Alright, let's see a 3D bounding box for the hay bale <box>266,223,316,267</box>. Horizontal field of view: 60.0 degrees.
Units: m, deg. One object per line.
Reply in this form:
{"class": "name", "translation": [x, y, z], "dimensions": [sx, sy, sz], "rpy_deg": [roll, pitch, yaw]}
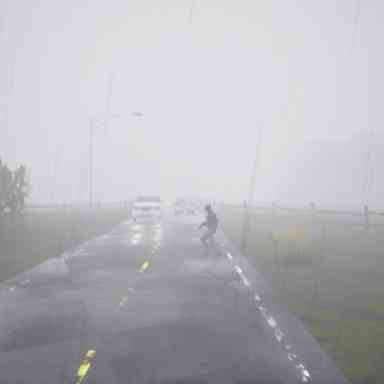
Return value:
{"class": "hay bale", "translation": [3.076, 1.629, 10.485], "dimensions": [1.220, 1.180, 1.240], "rpy_deg": [0, 0, -1]}

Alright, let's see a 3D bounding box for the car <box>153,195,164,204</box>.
{"class": "car", "translation": [-6.348, 1.393, 63.044], "dimensions": [2.128, 1.511, 4.902], "rpy_deg": [0, 0, -6]}

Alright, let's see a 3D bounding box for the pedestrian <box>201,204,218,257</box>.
{"class": "pedestrian", "translation": [0.599, 1.266, 11.233], "dimensions": [0.375, 1.860, 0.375], "rpy_deg": [0, 0, -2]}

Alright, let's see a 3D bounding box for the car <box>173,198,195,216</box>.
{"class": "car", "translation": [-0.734, 1.534, 31.847], "dimensions": [1.895, 1.301, 4.718], "rpy_deg": [0, 0, -3]}

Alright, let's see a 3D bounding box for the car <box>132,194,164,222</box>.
{"class": "car", "translation": [-3.387, 1.165, 26.297], "dimensions": [2.150, 2.045, 5.566], "rpy_deg": [0, 0, -3]}
